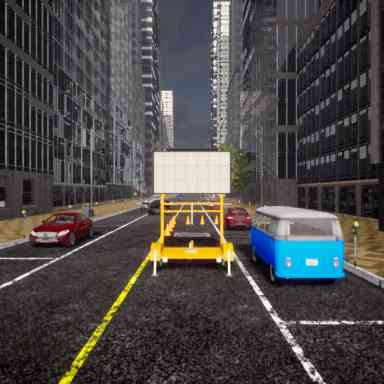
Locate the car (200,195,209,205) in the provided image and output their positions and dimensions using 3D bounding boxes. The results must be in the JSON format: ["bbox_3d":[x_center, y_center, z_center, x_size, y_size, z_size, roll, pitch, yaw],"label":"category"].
[{"bbox_3d":[2.694,1.544,49.150,2.008,1.369,4.403,0,0,0],"label":"car"}]

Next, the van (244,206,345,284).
[{"bbox_3d":[2.691,1.341,9.304,1.690,1.788,3.998,0,0,0],"label":"van"}]

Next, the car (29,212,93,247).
[{"bbox_3d":[-5.690,1.581,14.999,1.802,1.307,4.206,0,0,0],"label":"car"}]

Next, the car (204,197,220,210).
[{"bbox_3d":[2.693,1.581,37.766,1.802,1.307,4.206,0,0,0],"label":"car"}]

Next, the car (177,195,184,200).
[{"bbox_3d":[-2.995,1.407,89.198,1.882,1.535,5.008,0,0,0],"label":"car"}]

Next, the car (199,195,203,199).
[{"bbox_3d":[2.695,1.538,54.843,2.008,1.369,4.403,0,0,0],"label":"car"}]

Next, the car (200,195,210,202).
[{"bbox_3d":[2.696,1.401,71.920,1.967,1.590,4.097,0,0,0],"label":"car"}]

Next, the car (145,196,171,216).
[{"bbox_3d":[-3.098,1.477,32.610,1.882,1.535,5.008,0,0,0],"label":"car"}]

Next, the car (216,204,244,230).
[{"bbox_3d":[2.692,1.581,20.688,1.802,1.307,4.206,0,0,0],"label":"car"}]

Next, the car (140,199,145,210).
[{"bbox_3d":[-5.687,1.548,43.462,2.008,1.369,4.403,0,0,0],"label":"car"}]

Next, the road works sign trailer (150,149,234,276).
[{"bbox_3d":[0.001,0.464,10.323,2.380,3.560,2.880,0,0,0],"label":"road works sign trailer"}]

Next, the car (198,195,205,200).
[{"bbox_3d":[2.698,1.462,94.690,1.887,1.381,4.507,0,0,0],"label":"car"}]

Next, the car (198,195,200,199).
[{"bbox_3d":[2.696,1.410,66.228,1.967,1.590,4.097,0,0,0],"label":"car"}]
